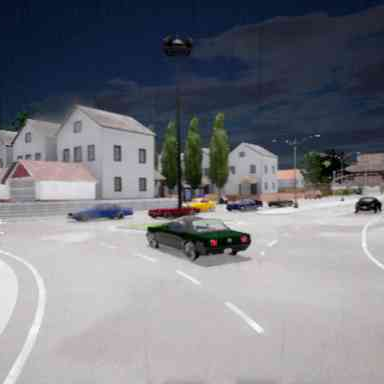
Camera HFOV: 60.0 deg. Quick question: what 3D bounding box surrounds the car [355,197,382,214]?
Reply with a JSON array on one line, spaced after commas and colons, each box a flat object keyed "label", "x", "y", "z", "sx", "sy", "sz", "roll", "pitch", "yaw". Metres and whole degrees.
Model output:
[{"label": "car", "x": 17.214, "y": 1.231, "z": 32.364, "sx": 1.882, "sy": 1.535, "sz": 5.008, "roll": -1, "pitch": 0, "yaw": 36}]

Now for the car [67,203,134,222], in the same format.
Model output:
[{"label": "car", "x": -7.550, "y": 1.652, "z": 27.819, "sx": 5.357, "sy": 1.411, "sz": 2.033, "roll": -1, "pitch": 0, "yaw": -37}]

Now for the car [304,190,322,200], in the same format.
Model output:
[{"label": "car", "x": 24.690, "y": 0.622, "z": 67.725, "sx": 2.150, "sy": 2.045, "sz": 5.566, "roll": -1, "pitch": 0, "yaw": 37}]

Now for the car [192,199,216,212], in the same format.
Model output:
[{"label": "car", "x": 0.576, "y": 1.466, "z": 35.780, "sx": 1.882, "sy": 1.535, "sz": 5.008, "roll": -1, "pitch": 0, "yaw": 40}]

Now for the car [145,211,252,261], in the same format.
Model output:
[{"label": "car", "x": -0.025, "y": 1.600, "z": 12.417, "sx": 1.895, "sy": 1.301, "sz": 4.718, "roll": -1, "pitch": 0, "yaw": -32}]

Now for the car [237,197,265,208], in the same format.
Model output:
[{"label": "car", "x": 8.146, "y": 1.443, "z": 45.625, "sx": 1.994, "sy": 1.385, "sz": 4.181, "roll": -1, "pitch": 0, "yaw": 37}]

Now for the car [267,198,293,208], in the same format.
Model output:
[{"label": "car", "x": 11.856, "y": 1.429, "z": 44.734, "sx": 1.895, "sy": 1.301, "sz": 4.718, "roll": -1, "pitch": 0, "yaw": 37}]

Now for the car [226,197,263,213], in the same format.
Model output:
[{"label": "car", "x": 5.597, "y": 1.519, "z": 36.435, "sx": 1.895, "sy": 1.301, "sz": 4.718, "roll": -1, "pitch": 0, "yaw": 38}]

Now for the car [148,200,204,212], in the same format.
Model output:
[{"label": "car", "x": -1.504, "y": 1.620, "z": 28.589, "sx": 4.718, "sy": 1.301, "sz": 1.895, "roll": -1, "pitch": 0, "yaw": -43}]
